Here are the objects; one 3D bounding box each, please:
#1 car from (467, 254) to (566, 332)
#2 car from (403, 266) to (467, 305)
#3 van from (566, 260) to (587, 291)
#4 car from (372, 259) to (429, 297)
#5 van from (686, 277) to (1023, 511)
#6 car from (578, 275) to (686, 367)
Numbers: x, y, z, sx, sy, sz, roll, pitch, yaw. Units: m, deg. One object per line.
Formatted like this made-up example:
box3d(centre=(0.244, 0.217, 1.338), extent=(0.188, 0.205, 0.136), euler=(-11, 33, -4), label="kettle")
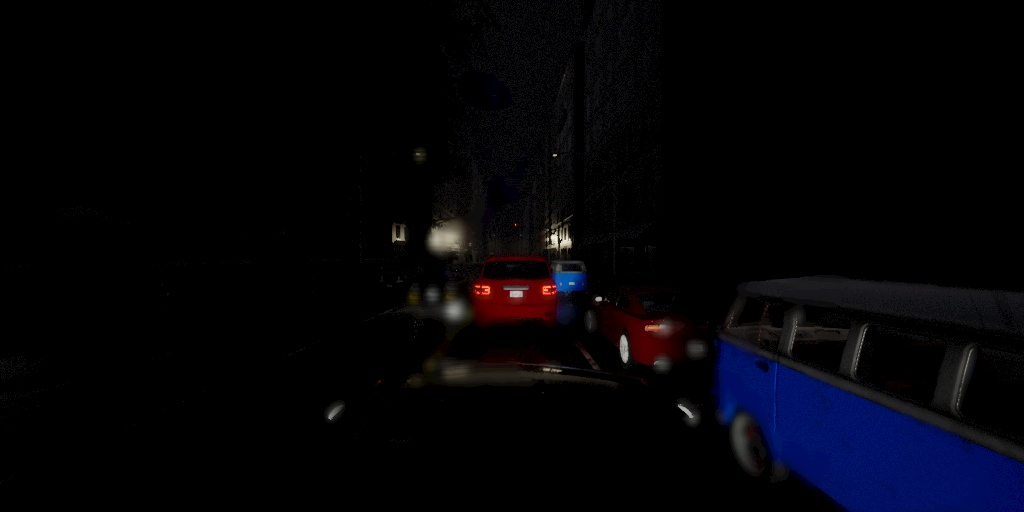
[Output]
box3d(centre=(0.114, 0.970, 10.972), extent=(2.150, 2.045, 5.566), euler=(0, 0, 0), label="car")
box3d(centre=(-3.069, 1.310, 15.782), extent=(1.994, 1.385, 4.181), euler=(0, 0, 0), label="car")
box3d(centre=(2.881, 1.086, 19.071), extent=(1.690, 1.789, 3.998), euler=(0, 0, 0), label="van")
box3d(centre=(-5.644, 1.060, 19.043), extent=(2.192, 1.841, 5.009), euler=(0, 0, 0), label="car")
box3d(centre=(2.856, 1.091, 2.089), extent=(1.690, 1.789, 3.998), euler=(0, 0, 0), label="van")
box3d(centre=(2.864, 1.294, 7.750), extent=(1.888, 1.381, 4.507), euler=(0, 0, 0), label="car")
